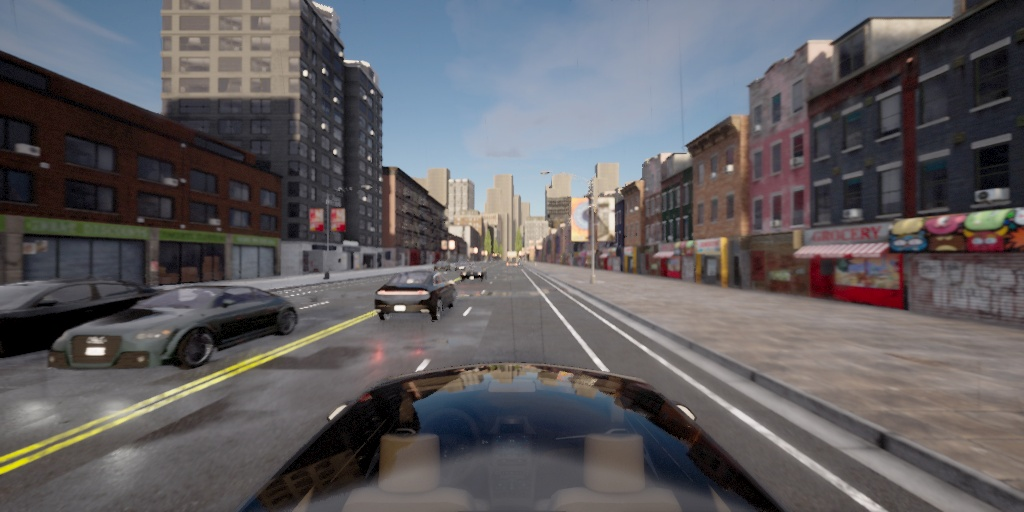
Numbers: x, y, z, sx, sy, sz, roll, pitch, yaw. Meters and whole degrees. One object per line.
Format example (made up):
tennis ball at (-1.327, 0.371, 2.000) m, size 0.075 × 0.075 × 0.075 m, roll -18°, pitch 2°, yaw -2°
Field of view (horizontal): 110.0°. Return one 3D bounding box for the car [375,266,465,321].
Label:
car at (-3.149, 1.264, 12.494) m, size 2.128 × 1.511 × 4.902 m, roll 0°, pitch 0°, yaw 0°

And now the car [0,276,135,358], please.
car at (-9.849, 1.239, 7.551) m, size 1.882 × 1.535 × 5.008 m, roll 0°, pitch 0°, yaw 0°

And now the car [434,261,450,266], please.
car at (-9.806, 1.447, 50.617) m, size 1.837 × 1.490 × 4.892 m, roll 0°, pitch -1°, yaw 0°

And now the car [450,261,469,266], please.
car at (-6.574, 1.419, 48.375) m, size 2.128 × 1.511 × 4.902 m, roll 0°, pitch 0°, yaw 0°

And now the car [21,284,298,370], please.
car at (-6.599, 1.325, 7.671) m, size 1.994 × 1.385 × 4.181 m, roll 0°, pitch 0°, yaw 0°

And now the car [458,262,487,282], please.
car at (-3.148, 1.439, 30.394) m, size 1.895 × 1.301 × 4.718 m, roll 0°, pitch 0°, yaw 0°
